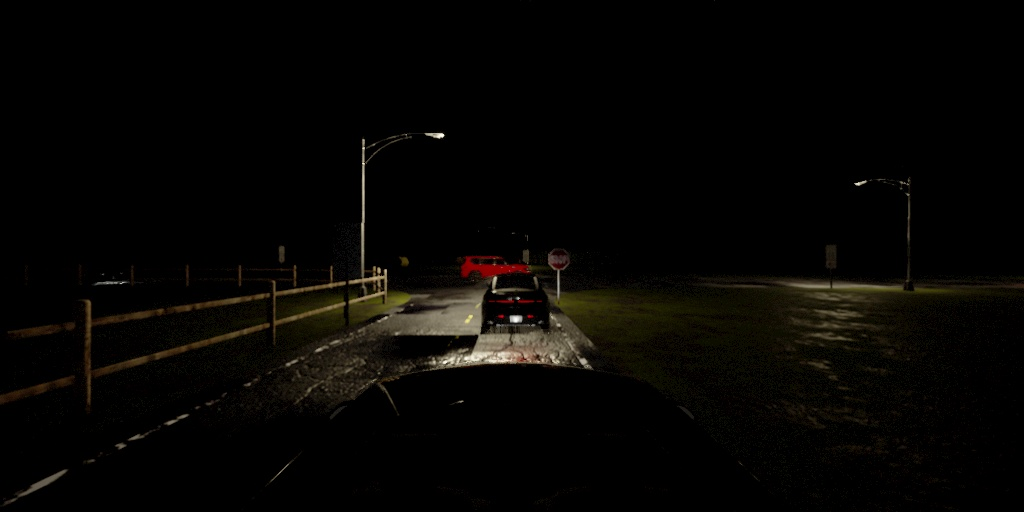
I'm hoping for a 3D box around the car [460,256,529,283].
[{"bbox_3d":[-1.268,1.062,28.239,5.566,2.045,2.150,0,0,0],"label":"car"}]

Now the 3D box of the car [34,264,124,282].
[{"bbox_3d":[-34.063,1.309,28.265,5.357,1.411,2.033,0,0,0],"label":"car"}]

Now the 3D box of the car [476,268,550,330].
[{"bbox_3d":[0.095,1.291,11.244,1.837,1.490,4.892,0,0,0],"label":"car"}]
